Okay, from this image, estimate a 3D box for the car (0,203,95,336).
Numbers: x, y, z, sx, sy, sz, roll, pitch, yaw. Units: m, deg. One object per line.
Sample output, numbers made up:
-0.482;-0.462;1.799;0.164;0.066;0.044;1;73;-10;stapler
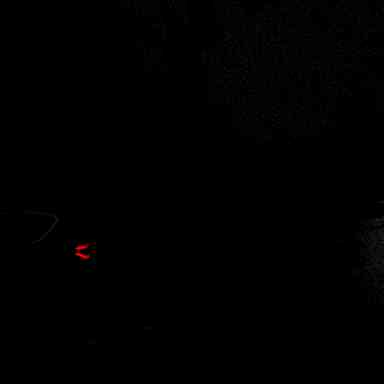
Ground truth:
-4.380;1.221;5.152;5.566;2.045;2.150;0;0;-35;car
